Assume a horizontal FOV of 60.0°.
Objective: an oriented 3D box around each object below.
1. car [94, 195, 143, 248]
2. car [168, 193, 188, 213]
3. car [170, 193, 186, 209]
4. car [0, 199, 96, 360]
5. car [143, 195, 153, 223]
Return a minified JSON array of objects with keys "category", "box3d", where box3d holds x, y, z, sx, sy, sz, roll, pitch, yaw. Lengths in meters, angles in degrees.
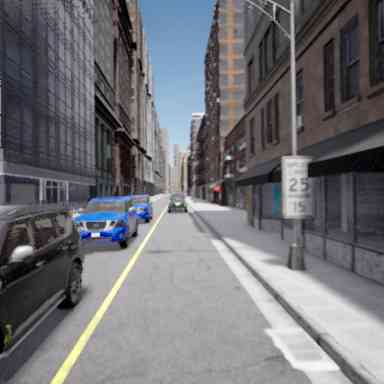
[{"category":"car","box3d":[-3.753,1.255,15.251,2.150,2.045,5.566,-1,0,-3]},{"category":"car","box3d":[-1.584,1.335,36.869,2.097,1.767,4.553,-1,0,-3]},{"category":"car","box3d":[-2.093,1.203,47.848,2.150,2.045,5.566,-1,0,-4]},{"category":"car","box3d":[-3.267,1.258,4.964,2.150,2.045,5.566,-1,0,-3]},{"category":"car","box3d":[-4.251,1.250,25.990,2.150,2.045,5.566,-1,0,-3]}]
